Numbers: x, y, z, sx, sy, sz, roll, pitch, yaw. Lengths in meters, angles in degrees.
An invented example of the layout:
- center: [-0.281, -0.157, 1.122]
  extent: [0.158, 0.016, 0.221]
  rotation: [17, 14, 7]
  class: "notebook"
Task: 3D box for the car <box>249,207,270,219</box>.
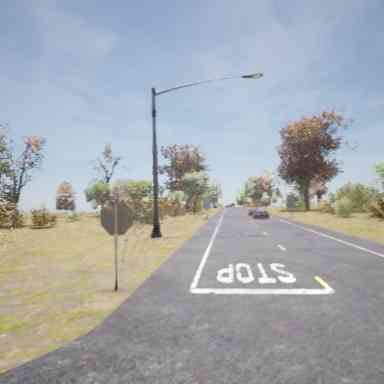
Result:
- center: [9.189, 2.782, 44.248]
  extent: [2.033, 1.411, 5.357]
  rotation: [-2, -2, 6]
  class: "car"
